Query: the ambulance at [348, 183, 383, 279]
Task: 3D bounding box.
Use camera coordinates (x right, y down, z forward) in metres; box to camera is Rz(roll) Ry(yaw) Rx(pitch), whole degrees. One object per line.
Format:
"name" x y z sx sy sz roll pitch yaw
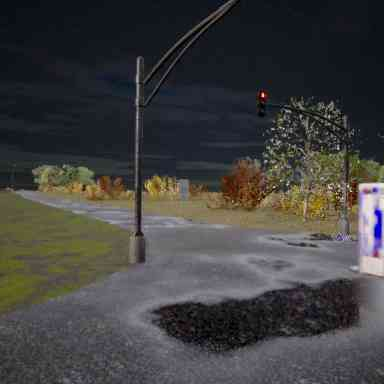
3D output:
"ambulance" 6.261 1.042 5.724 2.351 2.431 6.366 0 1 -31
